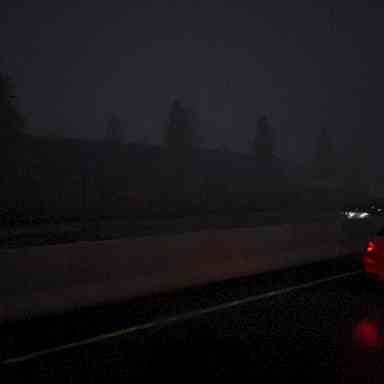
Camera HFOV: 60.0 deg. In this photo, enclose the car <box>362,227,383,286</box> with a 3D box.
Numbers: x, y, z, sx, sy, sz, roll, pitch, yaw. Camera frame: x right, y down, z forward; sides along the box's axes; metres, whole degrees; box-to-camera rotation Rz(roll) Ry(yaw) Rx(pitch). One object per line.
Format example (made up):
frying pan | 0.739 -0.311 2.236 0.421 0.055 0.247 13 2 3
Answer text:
car | 6.090 1.280 7.877 4.553 1.767 2.097 0 1 -34
